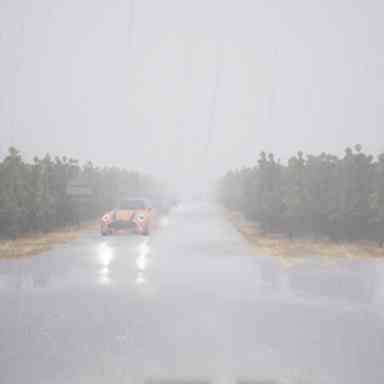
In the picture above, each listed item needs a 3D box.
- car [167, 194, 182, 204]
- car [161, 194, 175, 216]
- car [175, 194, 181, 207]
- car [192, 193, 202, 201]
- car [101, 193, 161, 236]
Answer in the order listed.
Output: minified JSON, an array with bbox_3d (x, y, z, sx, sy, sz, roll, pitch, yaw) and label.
[{"bbox_3d":[-2.497,0.956,47.400,1.812,1.442,4.674,0,0,1],"label":"car"},{"bbox_3d":[-2.805,0.936,26.947,2.097,1.767,4.553,0,1,1],"label":"car"},{"bbox_3d":[-2.656,0.969,37.120,1.994,1.385,4.181,0,0,1],"label":"car"},{"bbox_3d":[0.977,0.927,62.292,2.033,1.411,5.357,0,1,1],"label":"car"},{"bbox_3d":[-2.950,1.104,16.399,2.097,1.767,4.553,0,1,1],"label":"car"}]
